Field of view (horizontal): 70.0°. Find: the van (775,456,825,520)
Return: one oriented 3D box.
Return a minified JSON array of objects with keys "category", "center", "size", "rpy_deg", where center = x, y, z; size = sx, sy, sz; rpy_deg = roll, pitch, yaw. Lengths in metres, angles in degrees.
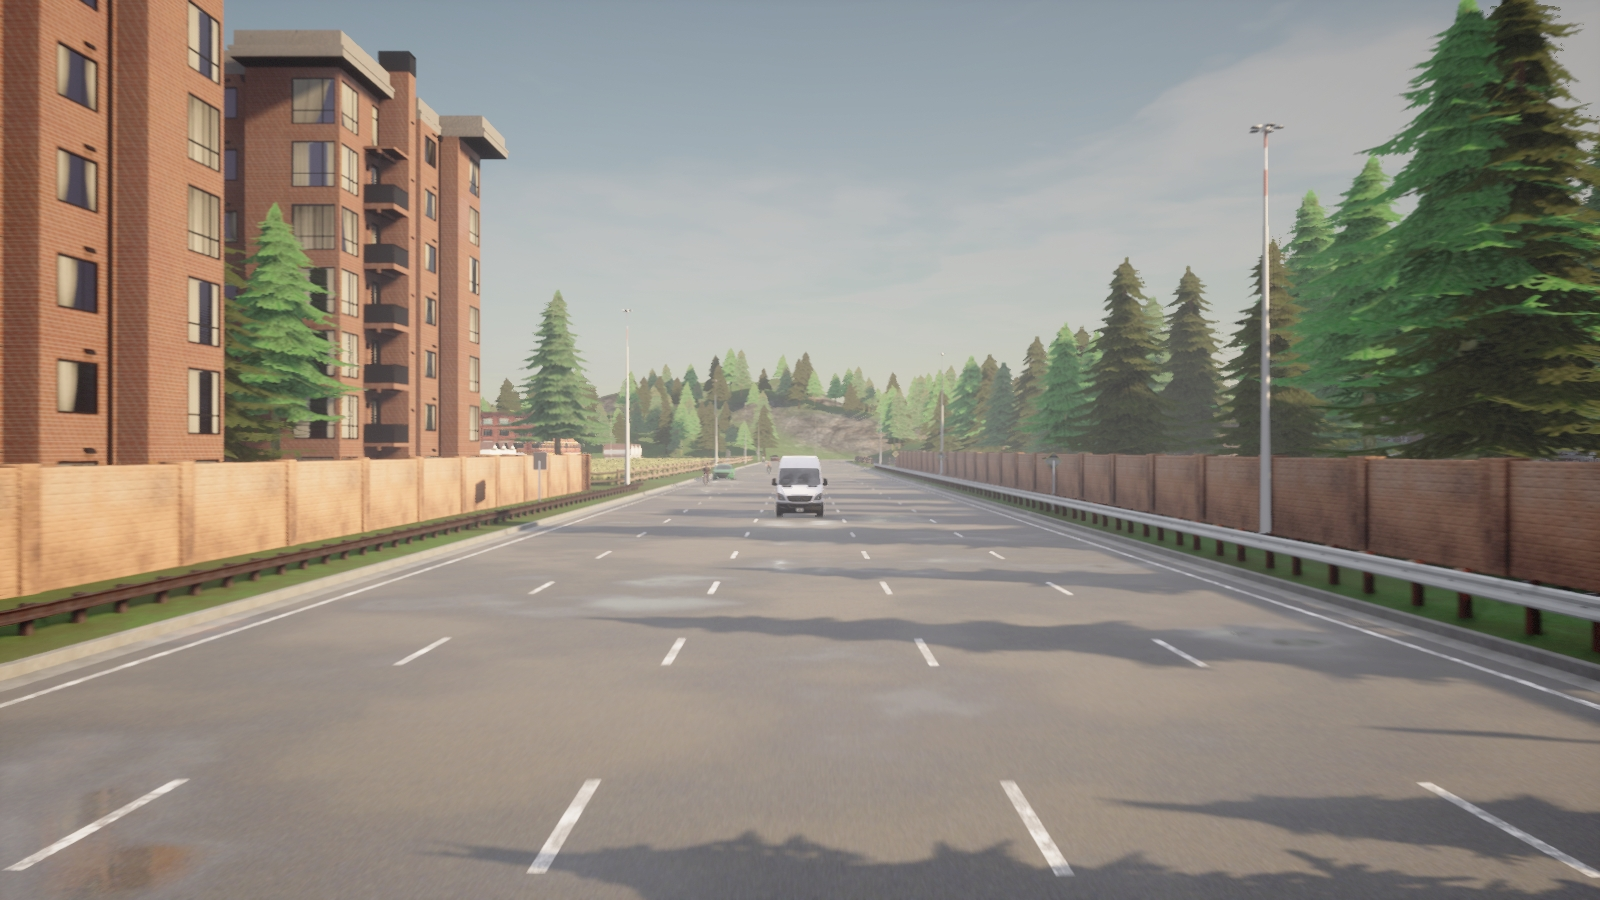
[{"category":"van","center":[-0.001,1.534,48.940],"size":[1.988,2.561,5.915],"rpy_deg":[0,0,0]}]
